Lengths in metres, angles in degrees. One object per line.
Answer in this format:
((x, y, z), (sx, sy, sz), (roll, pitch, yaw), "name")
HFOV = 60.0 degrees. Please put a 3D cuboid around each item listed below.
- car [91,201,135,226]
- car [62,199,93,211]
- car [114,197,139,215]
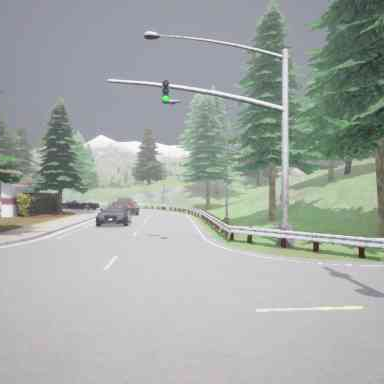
((-5.249, 1.529, 22.700), (1.994, 1.385, 4.181), (0, 0, -5), "car")
((-13.535, 1.546, 39.832), (4.718, 1.301, 1.895), (0, 0, 11), "car")
((-6.578, 1.304, 32.436), (2.097, 1.767, 4.553), (0, 0, -22), "car")
